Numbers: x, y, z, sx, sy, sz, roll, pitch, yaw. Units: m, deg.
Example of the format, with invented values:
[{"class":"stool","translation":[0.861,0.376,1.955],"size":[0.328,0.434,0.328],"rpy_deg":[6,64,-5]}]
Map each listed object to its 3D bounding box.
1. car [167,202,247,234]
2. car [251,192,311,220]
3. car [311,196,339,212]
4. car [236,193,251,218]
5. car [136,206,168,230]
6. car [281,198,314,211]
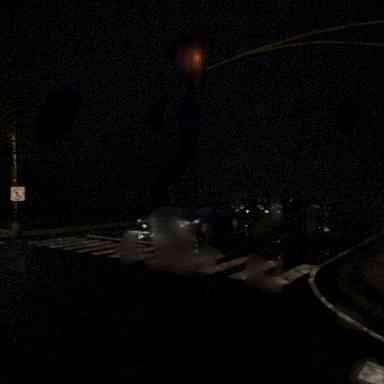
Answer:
[{"class":"car","translation":[1.019,1.521,19.328],"size":[1.812,1.442,4.674],"rpy_deg":[-2,0,41]},{"class":"car","translation":[7.325,1.079,26.945],"size":[2.150,2.045,5.566],"rpy_deg":[-2,0,40]},{"class":"car","translation":[13.954,1.223,34.924],"size":[1.837,1.490,4.892],"rpy_deg":[-2,0,40]},{"class":"car","translation":[5.442,1.136,29.763],"size":[2.150,2.045,5.566],"rpy_deg":[-2,0,40]},{"class":"car","translation":[-1.057,1.604,21.847],"size":[2.033,1.411,5.357],"rpy_deg":[-2,0,42]},{"class":"car","translation":[12.065,1.377,37.732],"size":[1.895,1.301,4.718],"rpy_deg":[-2,0,40]}]
